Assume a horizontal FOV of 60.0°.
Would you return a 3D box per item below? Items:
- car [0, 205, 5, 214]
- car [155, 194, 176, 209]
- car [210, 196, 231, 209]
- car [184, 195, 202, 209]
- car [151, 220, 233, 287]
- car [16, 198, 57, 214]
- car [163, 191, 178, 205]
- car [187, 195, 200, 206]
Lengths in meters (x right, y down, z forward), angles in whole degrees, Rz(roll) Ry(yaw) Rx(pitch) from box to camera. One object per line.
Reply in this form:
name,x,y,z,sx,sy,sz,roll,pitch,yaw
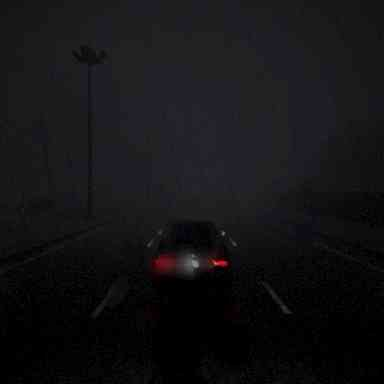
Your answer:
car,-18.542,1.431,29.098,1.895,1.301,4.718,0,0,1
car,-3.391,1.313,40.213,2.033,1.411,5.357,0,0,0
car,3.608,1.244,40.049,1.882,1.535,5.008,0,0,0
car,0.109,1.257,40.154,2.128,1.511,4.902,0,0,0
car,0.006,1.493,9.219,2.033,1.411,5.357,0,0,0
car,-15.031,1.304,32.068,2.128,1.511,4.902,0,0,1
car,-3.316,0.927,50.541,2.150,2.045,5.566,0,0,0
car,0.183,1.210,50.489,1.837,1.490,4.892,0,0,0
